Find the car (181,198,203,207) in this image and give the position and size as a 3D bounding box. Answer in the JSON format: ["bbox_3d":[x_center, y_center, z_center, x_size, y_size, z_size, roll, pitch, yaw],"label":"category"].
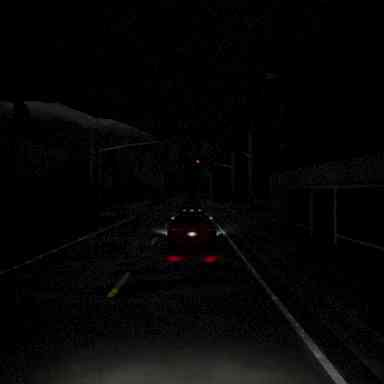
[{"bbox_3d":[0.000,1.561,29.650,2.033,1.411,5.357,0,0,0],"label":"car"}]

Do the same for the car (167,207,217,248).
[{"bbox_3d":[0.000,1.570,14.650,1.994,1.385,4.181,0,0,0],"label":"car"}]

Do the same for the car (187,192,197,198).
[{"bbox_3d":[0.000,1.038,81.191,2.150,2.045,5.566,0,0,0],"label":"car"}]
